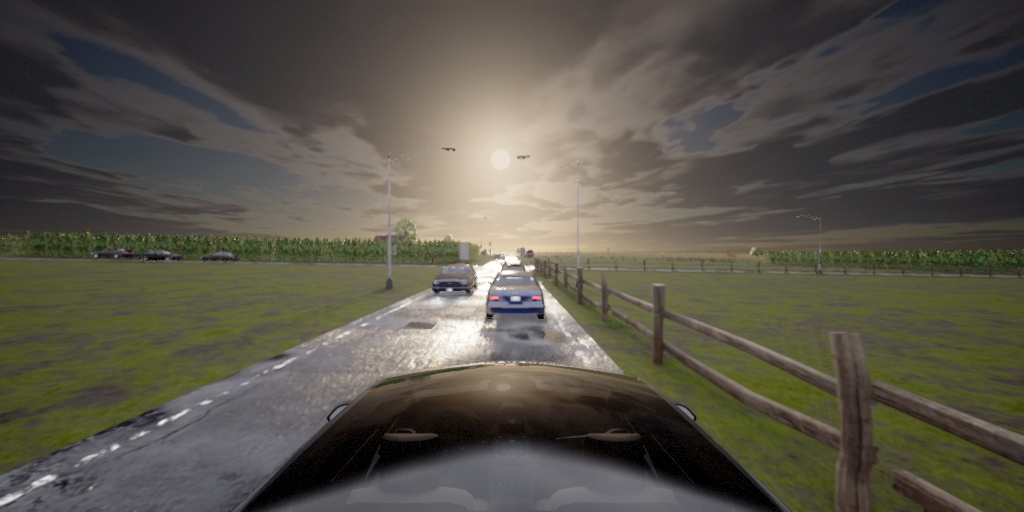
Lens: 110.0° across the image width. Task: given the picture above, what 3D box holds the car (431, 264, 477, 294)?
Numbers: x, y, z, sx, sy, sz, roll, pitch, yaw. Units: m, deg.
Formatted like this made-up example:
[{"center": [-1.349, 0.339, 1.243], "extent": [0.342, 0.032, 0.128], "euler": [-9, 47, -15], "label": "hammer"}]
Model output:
[{"center": [-2.844, 1.136, 19.018], "extent": [2.033, 1.411, 5.357], "euler": [0, 1, 0], "label": "car"}]

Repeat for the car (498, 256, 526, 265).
[{"center": [0.100, 0.995, 28.274], "extent": [2.128, 1.511, 4.902], "euler": [0, 1, 0], "label": "car"}]

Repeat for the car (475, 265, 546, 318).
[{"center": [0.100, 1.198, 12.371], "extent": [2.033, 1.411, 5.357], "euler": [0, 0, 0], "label": "car"}]

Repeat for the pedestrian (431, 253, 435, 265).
[{"center": [-12.157, 0.392, 54.744], "extent": [0.375, 1.860, 0.375], "euler": [0, -1, 0], "label": "pedestrian"}]
